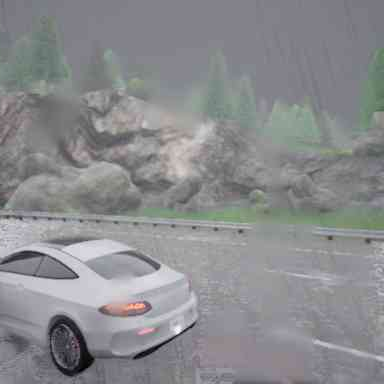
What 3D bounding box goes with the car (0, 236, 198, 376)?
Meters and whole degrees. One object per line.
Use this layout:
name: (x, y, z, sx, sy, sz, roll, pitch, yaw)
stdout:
car: (-2.105, 1.473, 5.446, 4.674, 1.442, 1.812, 0, 1, 34)
